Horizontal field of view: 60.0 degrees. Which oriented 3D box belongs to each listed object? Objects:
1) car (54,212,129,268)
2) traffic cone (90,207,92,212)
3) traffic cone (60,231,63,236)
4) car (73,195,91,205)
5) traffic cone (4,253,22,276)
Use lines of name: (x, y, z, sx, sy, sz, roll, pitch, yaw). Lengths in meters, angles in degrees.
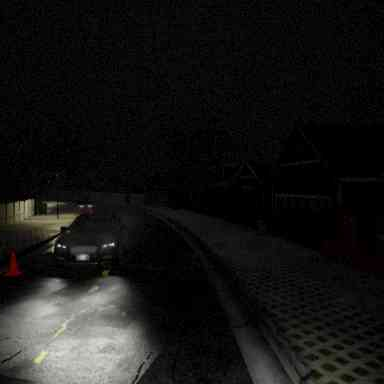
car: (-3.206, 1.468, 11.304, 2.128, 1.511, 4.902, 0, 0, -7)
traffic cone: (-8.486, 1.821, 28.200, 0.340, 0.580, 0.340, 0, 1, -16)
traffic cone: (-5.429, 1.923, 13.884, 0.340, 0.580, 0.340, 0, 0, -8)
car: (-16.961, 1.237, 51.203, 2.033, 1.411, 5.357, 0, 1, -29)
traffic cone: (-4.858, 1.942, 9.034, 0.340, 0.580, 0.340, 0, 0, -5)
